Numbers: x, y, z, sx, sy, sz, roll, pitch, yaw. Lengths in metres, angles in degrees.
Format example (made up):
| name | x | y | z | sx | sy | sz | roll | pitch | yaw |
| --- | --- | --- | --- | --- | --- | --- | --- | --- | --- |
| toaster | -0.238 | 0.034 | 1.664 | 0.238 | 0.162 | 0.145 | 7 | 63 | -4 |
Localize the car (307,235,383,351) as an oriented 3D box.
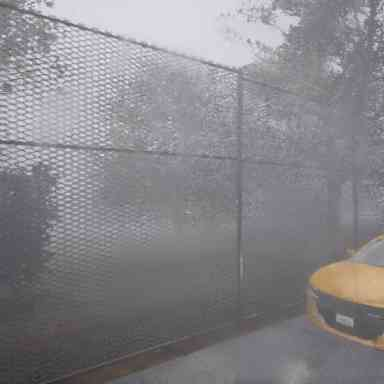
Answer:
| name | x | y | z | sx | sy | sz | roll | pitch | yaw |
| --- | --- | --- | --- | --- | --- | --- | --- | --- | --- |
| car | 4.132 | 1.497 | 6.014 | 5.008 | 1.535 | 1.882 | 0 | 0 | -35 |
